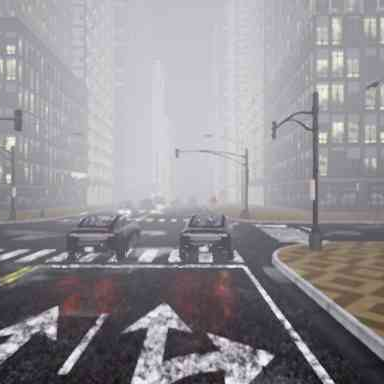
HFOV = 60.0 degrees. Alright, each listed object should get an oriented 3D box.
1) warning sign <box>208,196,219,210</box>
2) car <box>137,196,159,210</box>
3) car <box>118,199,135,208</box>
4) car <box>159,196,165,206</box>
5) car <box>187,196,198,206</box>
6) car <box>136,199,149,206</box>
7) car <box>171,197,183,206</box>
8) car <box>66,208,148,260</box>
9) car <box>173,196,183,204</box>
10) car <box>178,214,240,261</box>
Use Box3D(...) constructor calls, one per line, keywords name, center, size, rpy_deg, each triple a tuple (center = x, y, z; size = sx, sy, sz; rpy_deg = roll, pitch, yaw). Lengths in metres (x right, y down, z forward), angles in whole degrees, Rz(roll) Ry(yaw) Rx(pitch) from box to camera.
Box3D(name="warning sign", center=(2.862, 1.442, 44.290), size=(1.300, 1.860, 1.060), rpy_deg=(0, 0, 0))
Box3D(name="car", center=(-6.569, 1.728, 49.964), size=(2.097, 1.767, 4.553), rpy_deg=(0, 0, 0))
Box3D(name="car", center=(-9.817, 1.872, 50.292), size=(2.128, 1.511, 4.902), rpy_deg=(0, -1, 0))
Box3D(name="car", center=(-6.499, 1.751, 65.977), size=(2.150, 2.045, 5.566), rpy_deg=(0, -1, 0))
Box3D(name="car", center=(0.013, 2.041, 66.886), size=(1.837, 1.490, 4.892), rpy_deg=(0, -1, 0))
Box3D(name="car", center=(-9.747, 2.055, 66.199), size=(1.812, 1.442, 4.674), rpy_deg=(0, -1, 0))
Box3D(name="car", center=(-3.238, 2.100, 66.852), size=(1.994, 1.385, 4.181), rpy_deg=(0, -1, 0))
Box3D(name="car", center=(-3.176, 1.575, 12.715), size=(2.128, 1.511, 4.902), rpy_deg=(0, 0, 0))
Box3D(name="car", center=(-3.236, 1.827, 76.860), size=(2.097, 1.767, 4.553), rpy_deg=(0, -1, 0))
Box3D(name="car", center=(0.733, 1.574, 12.700), size=(2.128, 1.511, 4.902), rpy_deg=(0, 0, 9))
